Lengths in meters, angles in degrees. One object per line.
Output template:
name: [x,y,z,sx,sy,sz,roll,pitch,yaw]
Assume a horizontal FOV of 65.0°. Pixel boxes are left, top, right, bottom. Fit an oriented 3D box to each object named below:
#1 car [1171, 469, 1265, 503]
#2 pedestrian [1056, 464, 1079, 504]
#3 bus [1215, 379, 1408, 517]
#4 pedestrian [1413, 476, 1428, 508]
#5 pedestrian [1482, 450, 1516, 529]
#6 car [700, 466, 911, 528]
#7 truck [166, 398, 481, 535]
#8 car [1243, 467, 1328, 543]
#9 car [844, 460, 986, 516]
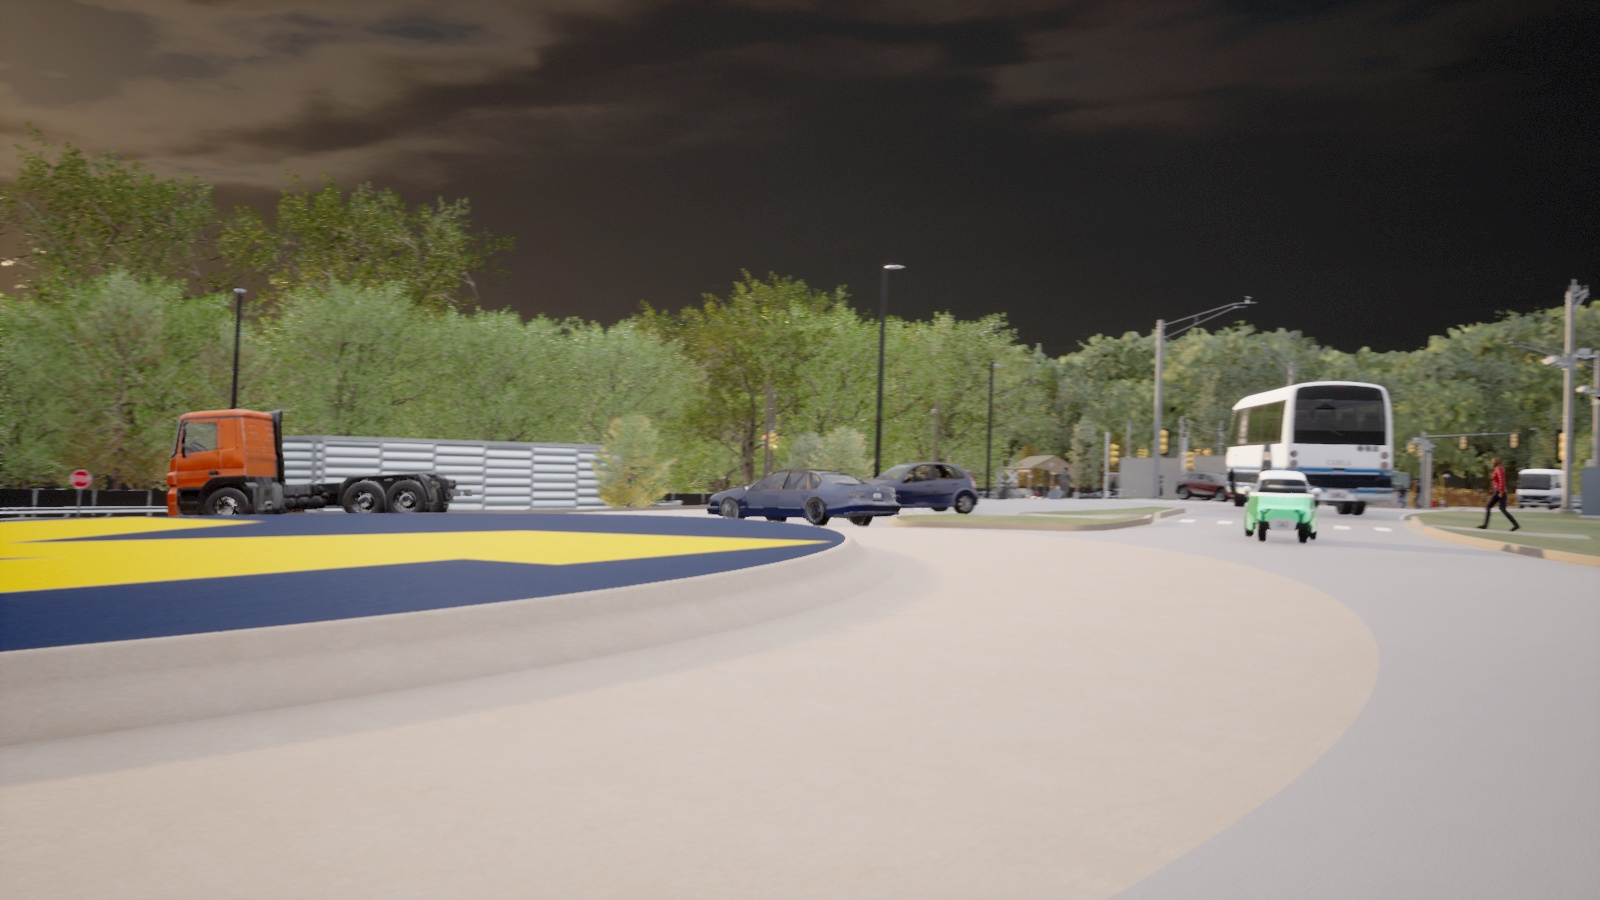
car: [22.816,1.937,68.677,2.033,1.649,4.856,3,-1,-25]
pedestrian: [13.464,1.695,63.146,0.873,1.952,0.659,4,-2,-38]
bus: [17.558,-0.035,44.136,3.944,4.253,10.273,1,0,9]
pedestrian: [36.131,2.430,73.123,0.720,1.854,0.376,0,-3,42]
pedestrian: [16.538,0.926,29.719,0.636,1.846,0.331,0,-3,39]
car: [0.051,1.205,31.563,5.357,1.411,2.033,-2,-4,44]
truck: [-13.696,0.487,36.585,7.936,3.462,2.891,-3,-2,-2]
car: [9.598,1.049,24.882,1.481,1.376,2.207,1,0,20]
car: [3.564,1.141,38.861,3.988,1.617,1.851,-1,0,-24]
